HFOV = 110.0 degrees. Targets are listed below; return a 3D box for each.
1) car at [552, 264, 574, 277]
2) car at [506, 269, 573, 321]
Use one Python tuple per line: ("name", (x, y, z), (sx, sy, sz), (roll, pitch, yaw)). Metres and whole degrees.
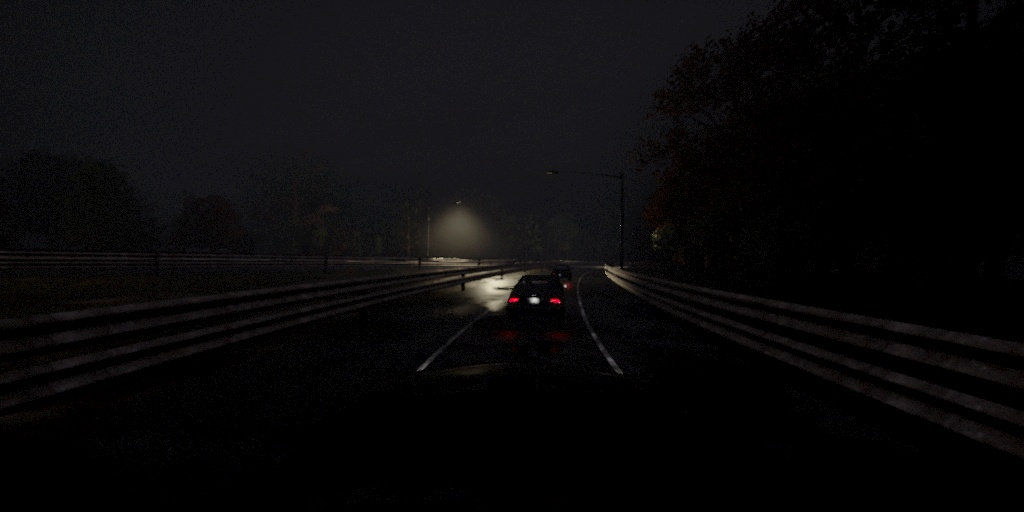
("car", (4.613, 1.467, 33.164), (1.812, 1.442, 4.674), (0, 0, 12))
("car", (0.975, 1.362, 12.880), (2.033, 1.411, 5.357), (0, 0, 7))
